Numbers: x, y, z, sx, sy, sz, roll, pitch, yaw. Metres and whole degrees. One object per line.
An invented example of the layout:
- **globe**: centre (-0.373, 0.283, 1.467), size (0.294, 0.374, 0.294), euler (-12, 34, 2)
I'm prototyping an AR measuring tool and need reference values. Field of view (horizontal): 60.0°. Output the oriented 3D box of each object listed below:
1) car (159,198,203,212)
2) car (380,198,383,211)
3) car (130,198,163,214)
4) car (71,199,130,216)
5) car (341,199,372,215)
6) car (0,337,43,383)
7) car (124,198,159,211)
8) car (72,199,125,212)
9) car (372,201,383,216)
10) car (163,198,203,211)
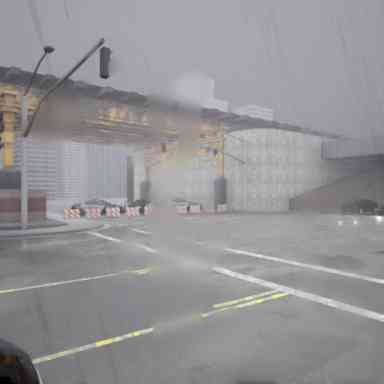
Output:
- **car**: centre (-1.308, 1.446, 38.578), size (4.974, 1.542, 2.038), euler (0, 0, -7)
- **car**: centre (25.006, 1.478, 40.283), size (4.902, 1.511, 2.128), euler (0, 0, -37)
- **car**: centre (-5.210, 1.448, 34.810), size (2.038, 1.542, 4.974), euler (0, 0, 18)
- **car**: centre (-8.949, 1.449, 32.116), size (4.974, 1.542, 2.038), euler (0, 0, 8)
- **car**: centre (17.480, 1.467, 34.601), size (5.008, 1.535, 1.882), euler (0, 0, -37)
- **car**: centre (-3.274, 1.492, 1.436), size (4.902, 1.511, 2.128), euler (0, 0, -35)
- **car**: centre (-5.195, 1.290, 34.859), size (1.853, 1.218, 4.536), euler (0, 0, 18)
- **car**: centre (-9.001, 1.292, 32.123), size (4.536, 1.218, 1.853), euler (0, 0, 8)
- **car**: centre (19.839, 1.537, 32.000), size (5.357, 1.411, 2.033), euler (0, 0, -37)
- **car**: centre (-1.360, 1.288, 38.571), size (4.536, 1.218, 1.853), euler (0, 0, -7)
